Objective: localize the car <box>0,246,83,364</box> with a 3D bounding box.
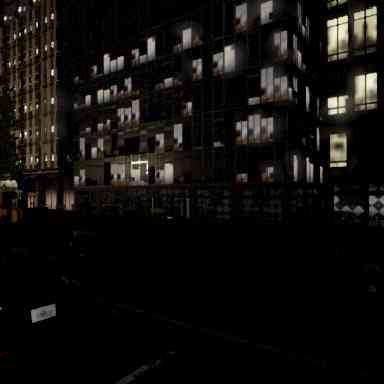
[{"bbox_3d":[-3.566,1.566,5.414,4.313,1.339,1.947,0,0,35],"label":"car"}]
